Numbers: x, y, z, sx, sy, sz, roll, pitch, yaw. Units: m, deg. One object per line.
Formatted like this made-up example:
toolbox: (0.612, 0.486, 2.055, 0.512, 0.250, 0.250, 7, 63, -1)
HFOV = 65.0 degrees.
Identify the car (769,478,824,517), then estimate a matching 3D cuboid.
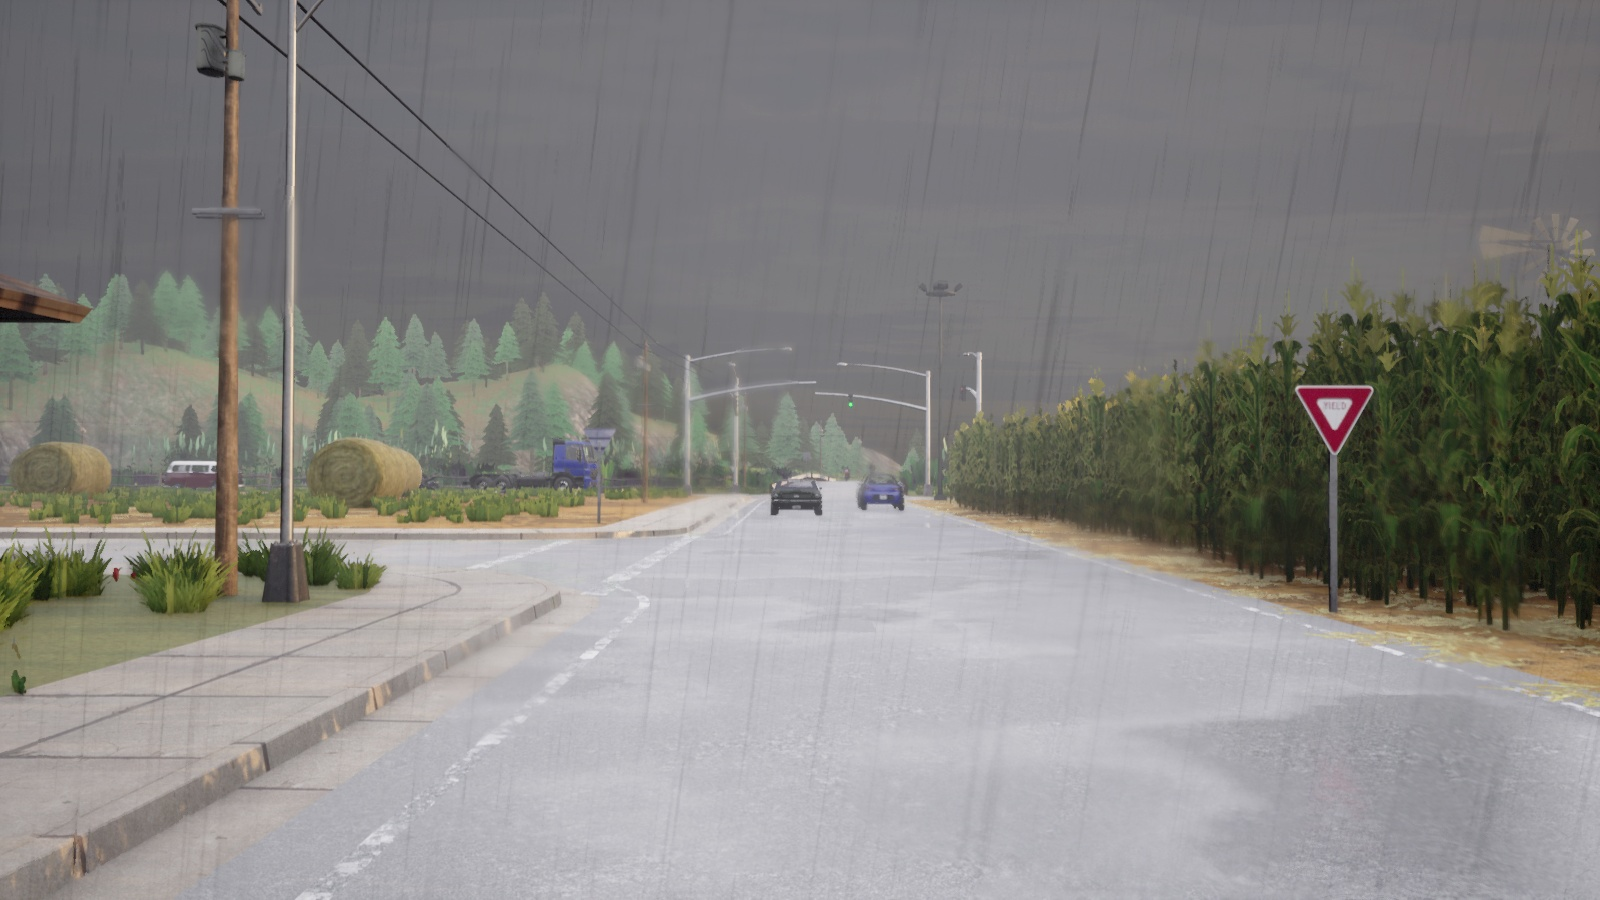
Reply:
car: (-0.114, 1.696, 45.712, 1.895, 1.301, 4.718, 0, -1, 0)

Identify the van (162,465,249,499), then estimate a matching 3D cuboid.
van: (-37.217, 1.996, 78.718, 4.480, 2.038, 2.069, 0, -1, 3)

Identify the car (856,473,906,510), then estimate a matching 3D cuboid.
car: (3.369, 1.713, 52.644, 1.816, 1.474, 4.193, 0, -1, 0)

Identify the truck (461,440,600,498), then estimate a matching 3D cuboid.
truck: (-16.616, 1.190, 77.707, 7.936, 3.462, 2.891, 0, -1, 3)
